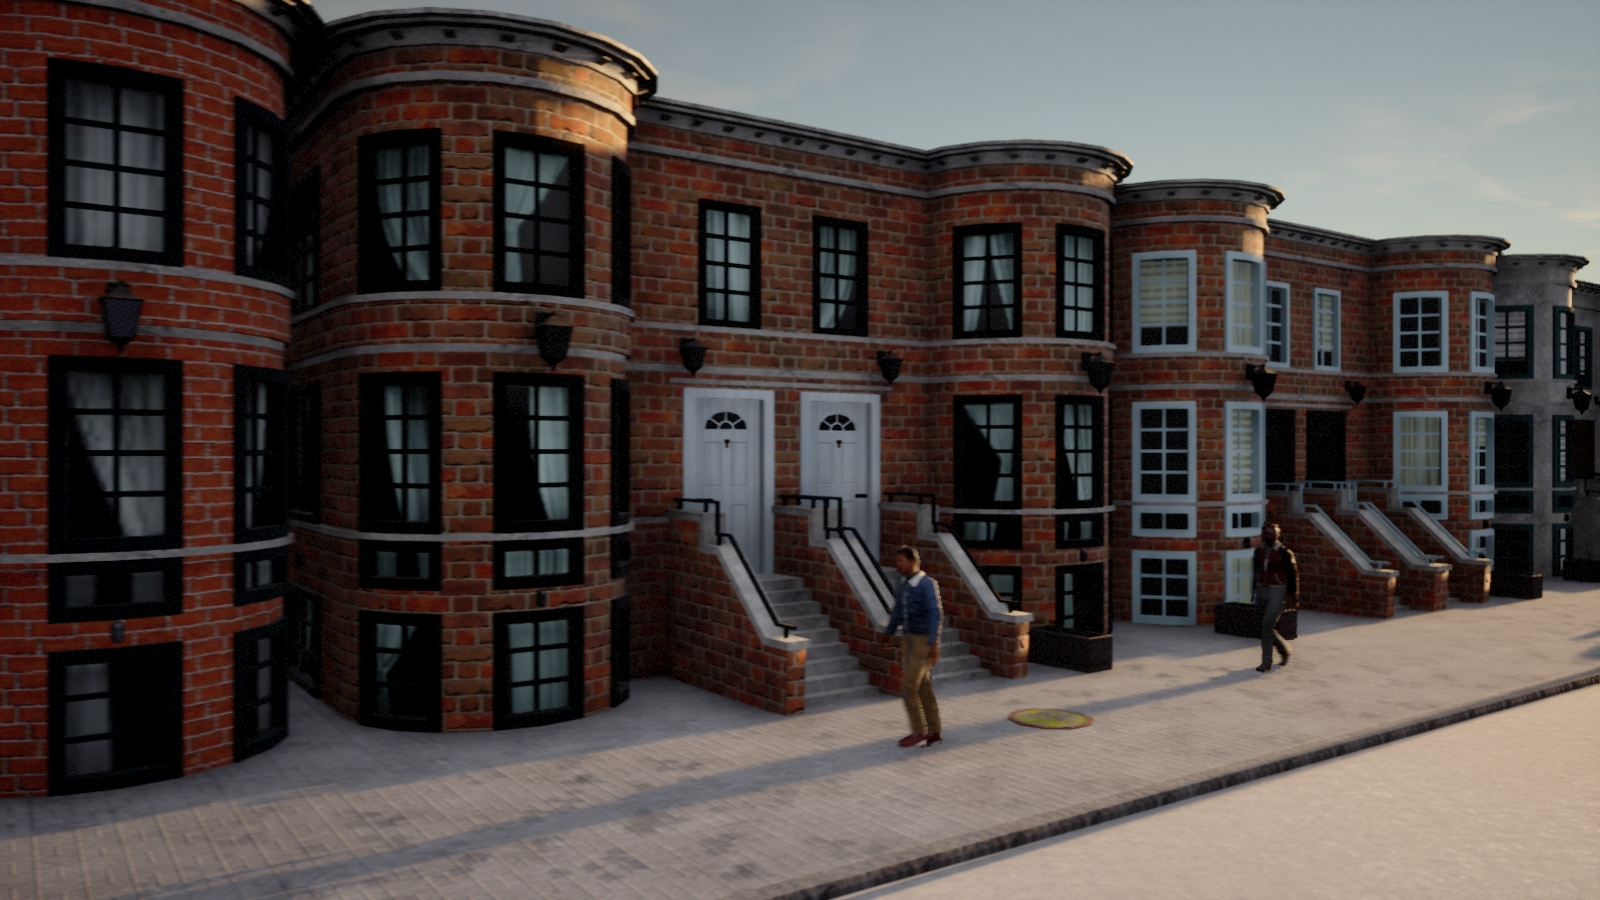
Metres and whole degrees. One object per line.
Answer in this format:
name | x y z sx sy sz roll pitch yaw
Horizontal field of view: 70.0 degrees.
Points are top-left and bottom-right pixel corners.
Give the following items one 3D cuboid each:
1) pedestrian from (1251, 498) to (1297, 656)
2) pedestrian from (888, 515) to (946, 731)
pedestrian | 5.762 1.524 13.883 0.375 1.860 0.375 0 0 -35
pedestrian | 1.047 1.522 10.233 0.375 1.860 0.375 0 0 -26
